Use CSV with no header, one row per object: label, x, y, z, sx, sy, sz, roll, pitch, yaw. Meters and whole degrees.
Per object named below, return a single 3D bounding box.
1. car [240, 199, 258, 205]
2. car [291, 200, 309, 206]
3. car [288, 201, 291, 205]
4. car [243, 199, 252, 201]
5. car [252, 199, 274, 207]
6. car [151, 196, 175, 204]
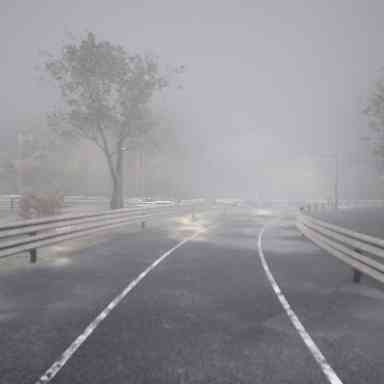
car,13.499,2.419,78.760,4.718,1.301,1.895,2,0,-45
car,27.111,2.743,82.384,4.892,1.490,1.837,2,0,-45
car,27.338,2.791,87.532,5.357,1.411,2.033,2,0,-45
car,12.941,2.281,73.281,5.008,1.535,1.882,2,0,-45
car,15.531,2.236,70.917,4.553,1.767,2.097,2,0,-45
car,-5.207,1.566,60.239,4.553,1.767,2.097,2,0,-45
